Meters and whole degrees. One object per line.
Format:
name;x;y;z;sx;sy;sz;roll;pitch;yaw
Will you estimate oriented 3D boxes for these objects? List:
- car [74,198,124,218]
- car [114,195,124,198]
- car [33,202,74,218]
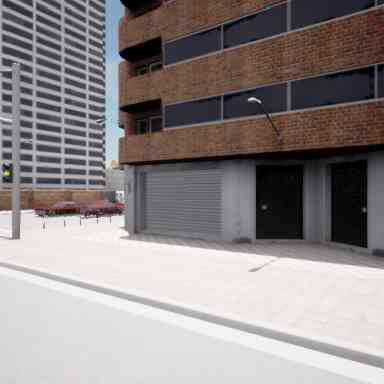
car;-7.985;1.525;30.409;1.812;1.442;4.674;0;0;35
car;-6.398;1.477;39.046;1.882;1.535;5.008;0;0;35
car;-12.113;1.600;30.943;1.895;1.301;4.718;0;0;35
